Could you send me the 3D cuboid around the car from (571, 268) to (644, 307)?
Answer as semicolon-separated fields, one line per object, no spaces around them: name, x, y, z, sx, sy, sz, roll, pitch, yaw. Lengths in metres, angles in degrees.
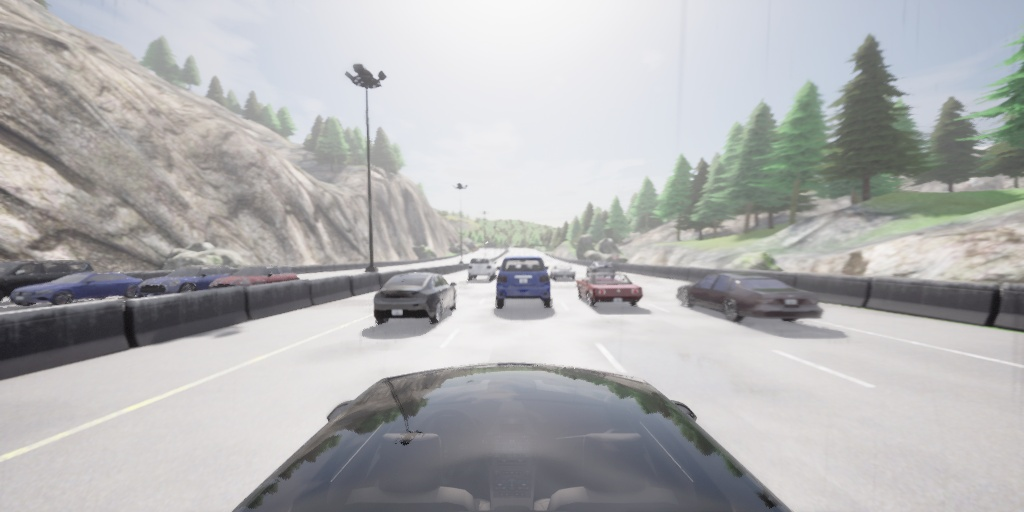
car;3.980;1.355;15.485;1.895;1.301;4.718;-1;0;1

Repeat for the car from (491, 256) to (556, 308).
car;0.482;1.010;15.727;2.150;2.045;5.566;-1;0;1

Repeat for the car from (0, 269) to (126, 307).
car;-20.678;1.522;17.429;1.812;1.442;4.674;-1;0;1

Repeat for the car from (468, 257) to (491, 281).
car;-2.611;1.091;32.110;2.150;2.045;5.566;-1;0;1

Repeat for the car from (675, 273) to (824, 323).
car;7.392;1.258;11.929;2.033;1.411;5.357;-1;0;1

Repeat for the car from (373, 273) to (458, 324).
car;-3.102;1.317;12.304;1.837;1.490;4.892;-1;0;1

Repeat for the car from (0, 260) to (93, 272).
car;-24.175;1.253;17.689;2.150;2.045;5.566;-1;0;1

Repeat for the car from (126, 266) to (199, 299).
car;-17.130;1.321;19.318;2.097;1.767;4.553;-1;0;1

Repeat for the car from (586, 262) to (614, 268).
car;7.901;1.261;32.368;2.128;1.511;4.902;-1;0;1

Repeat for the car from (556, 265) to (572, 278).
car;4.381;1.401;31.552;1.895;1.301;4.718;-1;0;1

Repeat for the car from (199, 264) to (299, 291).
car;-13.631;1.287;19.250;2.097;1.767;4.553;-1;0;1
